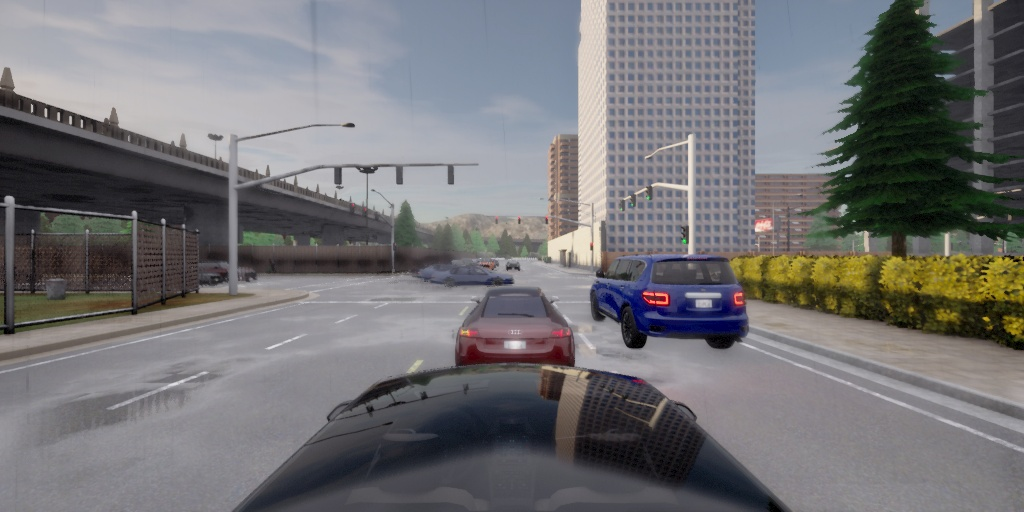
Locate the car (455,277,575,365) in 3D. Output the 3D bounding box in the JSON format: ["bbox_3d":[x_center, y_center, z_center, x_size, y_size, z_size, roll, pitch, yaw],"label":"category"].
[{"bbox_3d":[0.062,1.314,7.430,1.994,1.385,4.181,0,0,0],"label":"car"}]

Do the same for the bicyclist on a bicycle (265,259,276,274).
[{"bbox_3d":[-25.306,1.105,37.617,0.582,1.620,1.656,0,0,0],"label":"bicyclist on a bicycle"}]

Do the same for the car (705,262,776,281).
[{"bbox_3d":[19.301,1.309,30.438,4.892,1.490,1.837,0,0,0],"label":"car"}]

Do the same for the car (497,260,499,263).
[{"bbox_3d":[-3.595,1.240,58.872,2.128,1.511,4.902,0,0,0],"label":"car"}]

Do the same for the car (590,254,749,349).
[{"bbox_3d":[3.567,0.971,9.297,2.150,2.045,5.566,0,0,1],"label":"car"}]

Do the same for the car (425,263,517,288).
[{"bbox_3d":[-2.547,1.327,23.187,5.357,1.411,2.033,0,0,0],"label":"car"}]

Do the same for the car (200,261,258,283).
[{"bbox_3d":[-21.605,1.156,26.644,4.553,1.767,2.097,0,0,0],"label":"car"}]

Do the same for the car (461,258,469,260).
[{"bbox_3d":[-7.103,1.253,46.656,1.837,1.490,4.892,0,0,0],"label":"car"}]

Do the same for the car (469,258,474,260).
[{"bbox_3d":[-7.101,1.100,55.540,2.097,1.767,4.553,0,0,0],"label":"car"}]

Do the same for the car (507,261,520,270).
[{"bbox_3d":[0.118,1.349,50.732,1.895,1.301,4.718,0,0,0],"label":"car"}]

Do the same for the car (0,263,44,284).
[{"bbox_3d":[-38.157,1.406,26.610,4.718,1.301,1.895,0,0,0],"label":"car"}]

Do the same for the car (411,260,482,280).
[{"bbox_3d":[-5.483,1.321,29.445,5.357,1.411,2.033,0,0,-35],"label":"car"}]

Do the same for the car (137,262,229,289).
[{"bbox_3d":[-21.482,1.310,23.143,4.892,1.490,1.837,0,0,0],"label":"car"}]

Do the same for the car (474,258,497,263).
[{"bbox_3d":[-3.598,1.101,49.800,2.097,1.767,4.553,0,0,0],"label":"car"}]
